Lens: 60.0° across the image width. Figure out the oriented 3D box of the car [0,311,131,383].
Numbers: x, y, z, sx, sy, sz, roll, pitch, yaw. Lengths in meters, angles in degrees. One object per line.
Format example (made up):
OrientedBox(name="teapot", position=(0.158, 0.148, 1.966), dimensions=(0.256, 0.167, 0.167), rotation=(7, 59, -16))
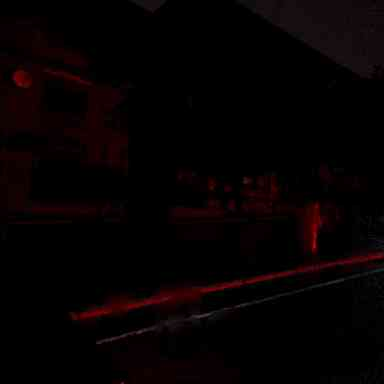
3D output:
OrientedBox(name="car", position=(-2.869, 1.585, 1.946), dimensions=(4.718, 1.301, 1.895), rotation=(1, 0, -36))
